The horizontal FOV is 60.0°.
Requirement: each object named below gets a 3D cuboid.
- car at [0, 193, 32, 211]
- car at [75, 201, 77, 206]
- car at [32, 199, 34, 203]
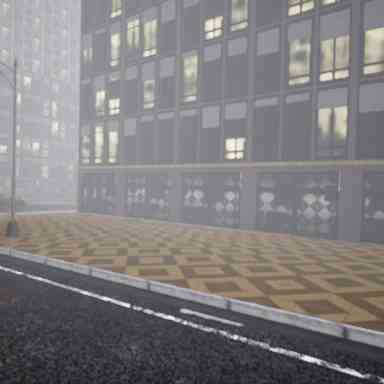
[{"bbox_3d":[-19.052,0.998,32.669,2.192,1.841,5.009,2,0,36],"label":"car"},{"bbox_3d":[-12.336,1.311,41.940,1.752,1.417,4.829,2,0,36],"label":"car"},{"bbox_3d":[-22.629,0.996,42.014,1.752,1.417,4.829,2,0,36],"label":"car"}]
